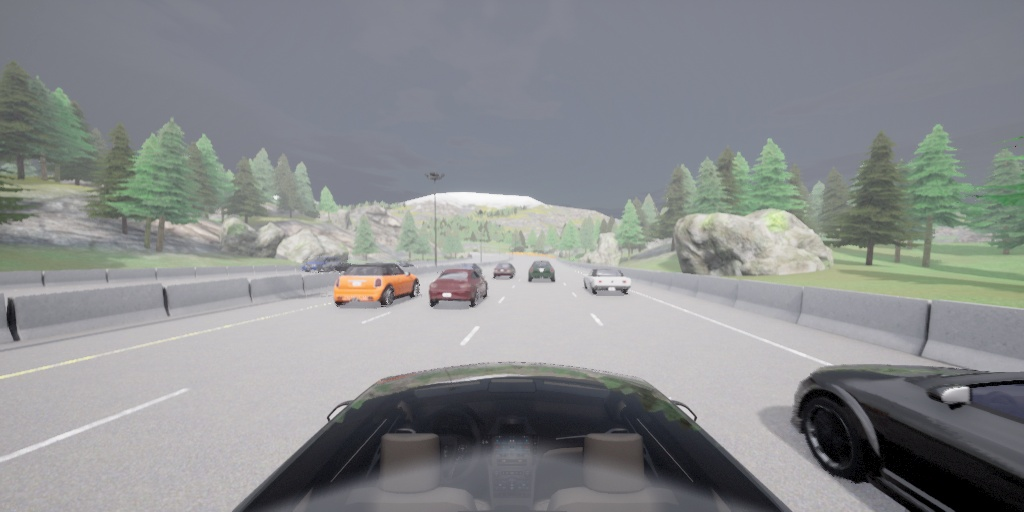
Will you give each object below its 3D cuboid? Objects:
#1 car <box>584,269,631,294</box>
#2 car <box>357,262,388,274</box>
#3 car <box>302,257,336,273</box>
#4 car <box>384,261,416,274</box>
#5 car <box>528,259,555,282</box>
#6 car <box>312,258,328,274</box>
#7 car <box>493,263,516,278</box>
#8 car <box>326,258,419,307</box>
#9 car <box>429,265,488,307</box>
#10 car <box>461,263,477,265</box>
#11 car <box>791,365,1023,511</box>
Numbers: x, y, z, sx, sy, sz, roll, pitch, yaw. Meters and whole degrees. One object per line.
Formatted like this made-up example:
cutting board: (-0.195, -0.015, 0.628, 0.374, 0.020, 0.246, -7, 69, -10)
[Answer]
car: (5.210, 1.361, 20.236, 1.895, 1.301, 4.718, 0, 0, 4)
car: (-17.579, 1.484, 45.289, 1.994, 1.385, 4.181, 0, -1, 5)
car: (-24.513, 1.142, 46.385, 2.150, 2.045, 5.566, 0, -1, 5)
car: (-14.057, 1.420, 45.414, 2.128, 1.511, 4.902, 0, -1, 5)
car: (2.447, 1.165, 29.803, 2.097, 1.767, 4.553, 0, -1, 4)
car: (-21.273, 1.370, 43.082, 1.882, 1.535, 5.008, 0, -1, 5)
car: (-0.677, 1.397, 34.775, 2.033, 1.411, 5.357, 0, -1, 4)
car: (-5.680, 1.086, 15.644, 2.097, 1.767, 4.553, 0, 0, 4)
car: (-2.194, 1.263, 15.411, 1.812, 1.442, 4.674, 0, 0, 4)
car: (-4.173, 1.393, 34.964, 2.033, 1.411, 5.357, 0, -1, 4)
car: (3.783, 1.316, 1.958, 1.994, 1.385, 4.181, 0, 0, 4)
